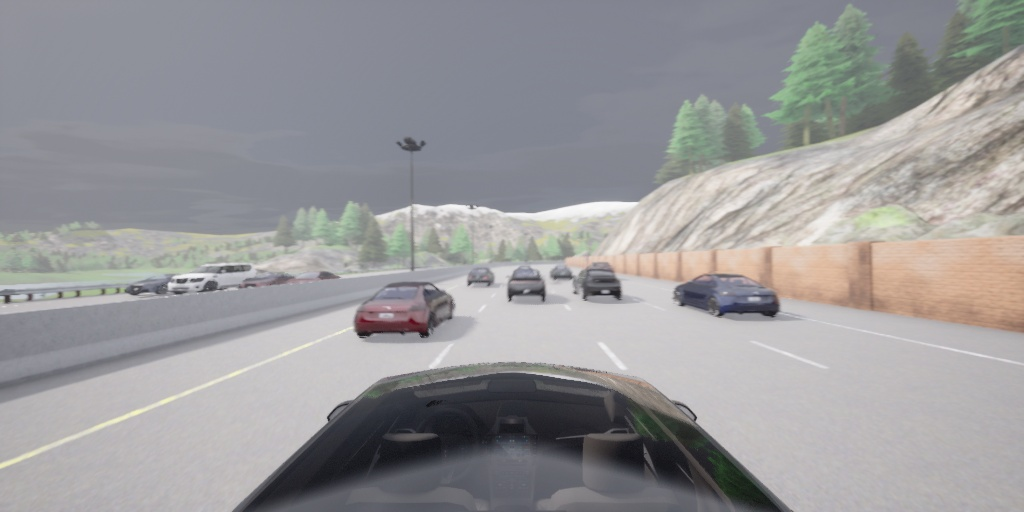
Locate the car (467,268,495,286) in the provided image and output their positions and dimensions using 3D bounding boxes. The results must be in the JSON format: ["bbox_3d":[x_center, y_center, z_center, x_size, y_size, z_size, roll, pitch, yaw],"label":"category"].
[{"bbox_3d":[-2.427,1.629,28.753,2.033,1.411,5.357,-1,-1,2],"label":"car"}]

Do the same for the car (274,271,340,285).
[{"bbox_3d":[-13.283,1.723,24.074,1.812,1.442,4.674,-1,-1,2],"label":"car"}]

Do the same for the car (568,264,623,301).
[{"bbox_3d":[4.233,1.371,18.338,1.837,1.490,4.892,-1,-1,2],"label":"car"}]

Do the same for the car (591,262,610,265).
[{"bbox_3d":[8.251,1.327,34.062,2.097,1.767,4.553,-1,-1,2],"label":"car"}]

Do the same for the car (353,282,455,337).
[{"bbox_3d":[-3.024,1.460,10.845,1.994,1.385,4.181,-1,-1,2],"label":"car"}]

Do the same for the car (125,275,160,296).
[{"bbox_3d":[-23.765,1.929,24.726,1.994,1.385,4.181,-1,-1,2],"label":"car"}]

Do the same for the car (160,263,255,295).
[{"bbox_3d":[-20.269,1.533,24.747,2.150,2.045,5.566,-1,-1,2],"label":"car"}]

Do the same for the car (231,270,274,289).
[{"bbox_3d":[-16.753,1.825,25.011,1.994,1.385,4.181,-1,-1,2],"label":"car"}]

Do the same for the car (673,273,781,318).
[{"bbox_3d":[7.558,1.322,13.084,1.994,1.385,4.181,-1,-1,2],"label":"car"}]

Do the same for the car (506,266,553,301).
[{"bbox_3d":[0.734,1.412,18.440,2.128,1.511,4.902,-1,-1,2],"label":"car"}]

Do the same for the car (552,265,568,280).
[{"bbox_3d":[4.789,1.605,35.182,1.994,1.385,4.181,-1,-1,2],"label":"car"}]
